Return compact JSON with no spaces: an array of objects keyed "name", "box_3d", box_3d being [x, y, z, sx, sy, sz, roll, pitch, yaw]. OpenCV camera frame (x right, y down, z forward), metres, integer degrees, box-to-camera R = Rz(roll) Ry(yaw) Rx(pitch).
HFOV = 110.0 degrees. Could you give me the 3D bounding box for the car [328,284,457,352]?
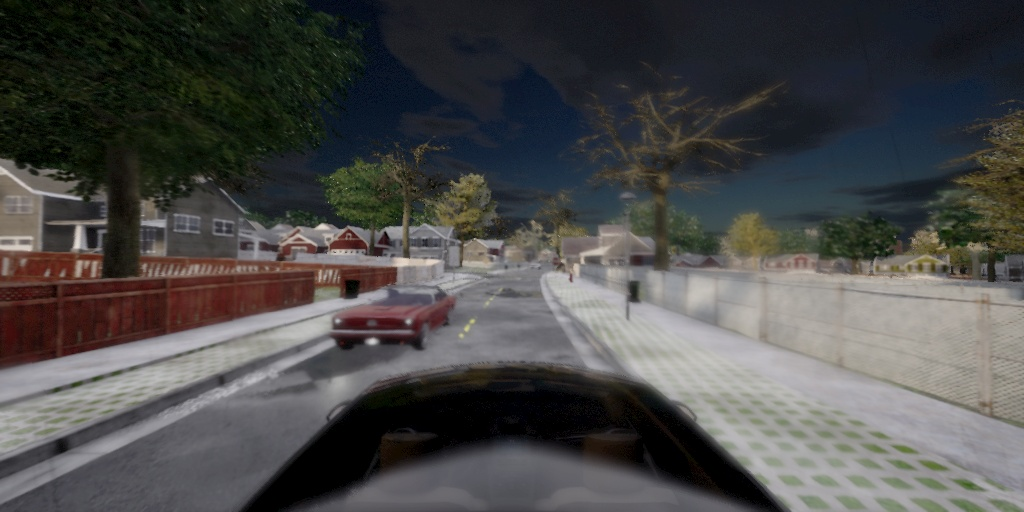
[{"name":"car","box_3d":[-2.748,1.442,9.373,1.895,1.301,4.718,0,-1,1]}]
